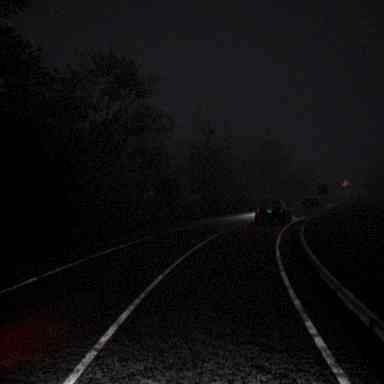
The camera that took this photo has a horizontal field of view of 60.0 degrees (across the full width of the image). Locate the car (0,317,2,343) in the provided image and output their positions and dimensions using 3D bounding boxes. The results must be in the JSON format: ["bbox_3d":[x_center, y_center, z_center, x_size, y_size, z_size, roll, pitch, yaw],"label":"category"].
[{"bbox_3d":[-3.077,1.499,1.680,1.837,1.490,4.892,0,0,3],"label":"car"}]

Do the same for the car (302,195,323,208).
[{"bbox_3d":[14.718,1.077,40.424,1.882,1.535,5.008,-3,0,31],"label":"car"}]

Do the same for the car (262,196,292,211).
[{"bbox_3d":[10.191,1.333,39.596,2.128,1.511,4.902,-3,0,31],"label":"car"}]

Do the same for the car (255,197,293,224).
[{"bbox_3d":[6.139,1.343,24.700,2.097,1.767,4.553,-2,-1,24],"label":"car"}]
